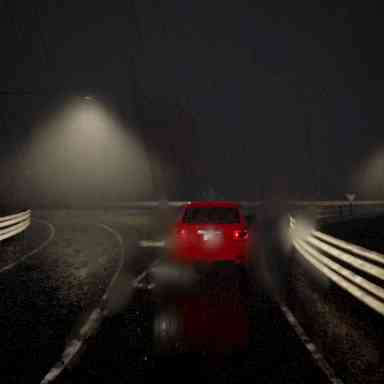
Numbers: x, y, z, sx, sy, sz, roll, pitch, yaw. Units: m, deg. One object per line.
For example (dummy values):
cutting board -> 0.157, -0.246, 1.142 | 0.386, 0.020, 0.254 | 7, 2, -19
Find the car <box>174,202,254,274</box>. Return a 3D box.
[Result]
car -> 0.881, 1.346, 11.255 | 2.150, 2.045, 5.566 | 0, -2, 9

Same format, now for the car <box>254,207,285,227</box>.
car -> 5.780, 1.857, 25.512 | 1.994, 1.385, 4.181 | 0, -1, 27
